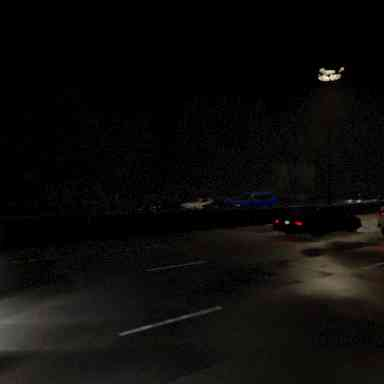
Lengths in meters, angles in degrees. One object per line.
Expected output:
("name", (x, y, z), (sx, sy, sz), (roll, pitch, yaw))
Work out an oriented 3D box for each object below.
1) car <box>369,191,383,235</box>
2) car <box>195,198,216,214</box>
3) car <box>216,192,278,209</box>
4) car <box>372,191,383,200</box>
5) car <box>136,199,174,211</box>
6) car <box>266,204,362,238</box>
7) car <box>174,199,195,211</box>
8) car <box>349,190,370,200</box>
("car", (11.125, 1.090, 15.981), (5.566, 2.045, 2.150), (-1, 0, -35))
("car", (3.090, 1.344, 31.989), (4.892, 1.490, 1.837), (-1, 0, -35))
("car", (5.174, 1.059, 29.177), (5.566, 2.045, 2.150), (-1, 0, -35))
("car", (33.861, 0.591, 58.122), (4.902, 1.511, 2.128), (-2, 1, -35))
("car", (-3.261, 1.416, 36.058), (5.357, 1.411, 2.033), (-1, 0, -36))
("car", (6.477, 1.448, 16.964), (5.357, 1.411, 2.033), (-1, 0, -35))
("car", (0.821, 1.368, 34.669), (4.674, 1.442, 1.812), (-1, 0, -35))
("car", (30.243, 0.484, 59.842), (4.553, 1.767, 2.097), (-2, 1, -35))
